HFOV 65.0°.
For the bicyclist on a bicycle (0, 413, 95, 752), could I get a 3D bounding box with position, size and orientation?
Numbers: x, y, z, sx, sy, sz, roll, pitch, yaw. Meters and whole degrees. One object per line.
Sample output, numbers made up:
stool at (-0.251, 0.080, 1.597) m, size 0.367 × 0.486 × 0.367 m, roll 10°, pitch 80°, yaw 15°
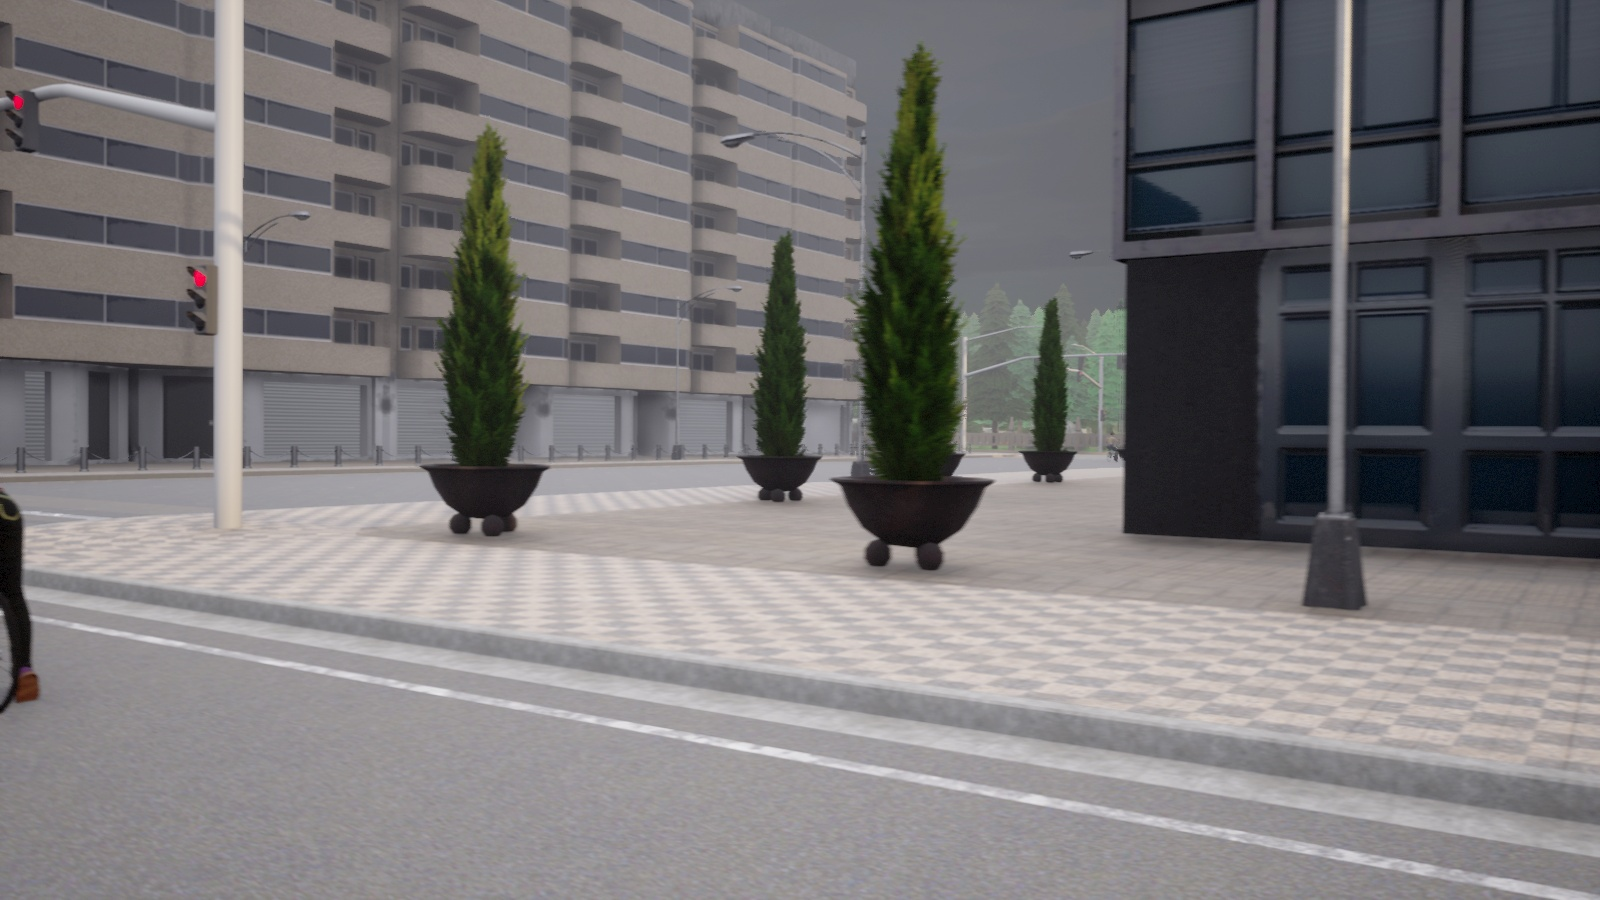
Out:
bicyclist on a bicycle at (-4.435, 0.635, 6.574) m, size 1.656 × 1.620 × 0.582 m, roll 0°, pitch 1°, yaw 34°
